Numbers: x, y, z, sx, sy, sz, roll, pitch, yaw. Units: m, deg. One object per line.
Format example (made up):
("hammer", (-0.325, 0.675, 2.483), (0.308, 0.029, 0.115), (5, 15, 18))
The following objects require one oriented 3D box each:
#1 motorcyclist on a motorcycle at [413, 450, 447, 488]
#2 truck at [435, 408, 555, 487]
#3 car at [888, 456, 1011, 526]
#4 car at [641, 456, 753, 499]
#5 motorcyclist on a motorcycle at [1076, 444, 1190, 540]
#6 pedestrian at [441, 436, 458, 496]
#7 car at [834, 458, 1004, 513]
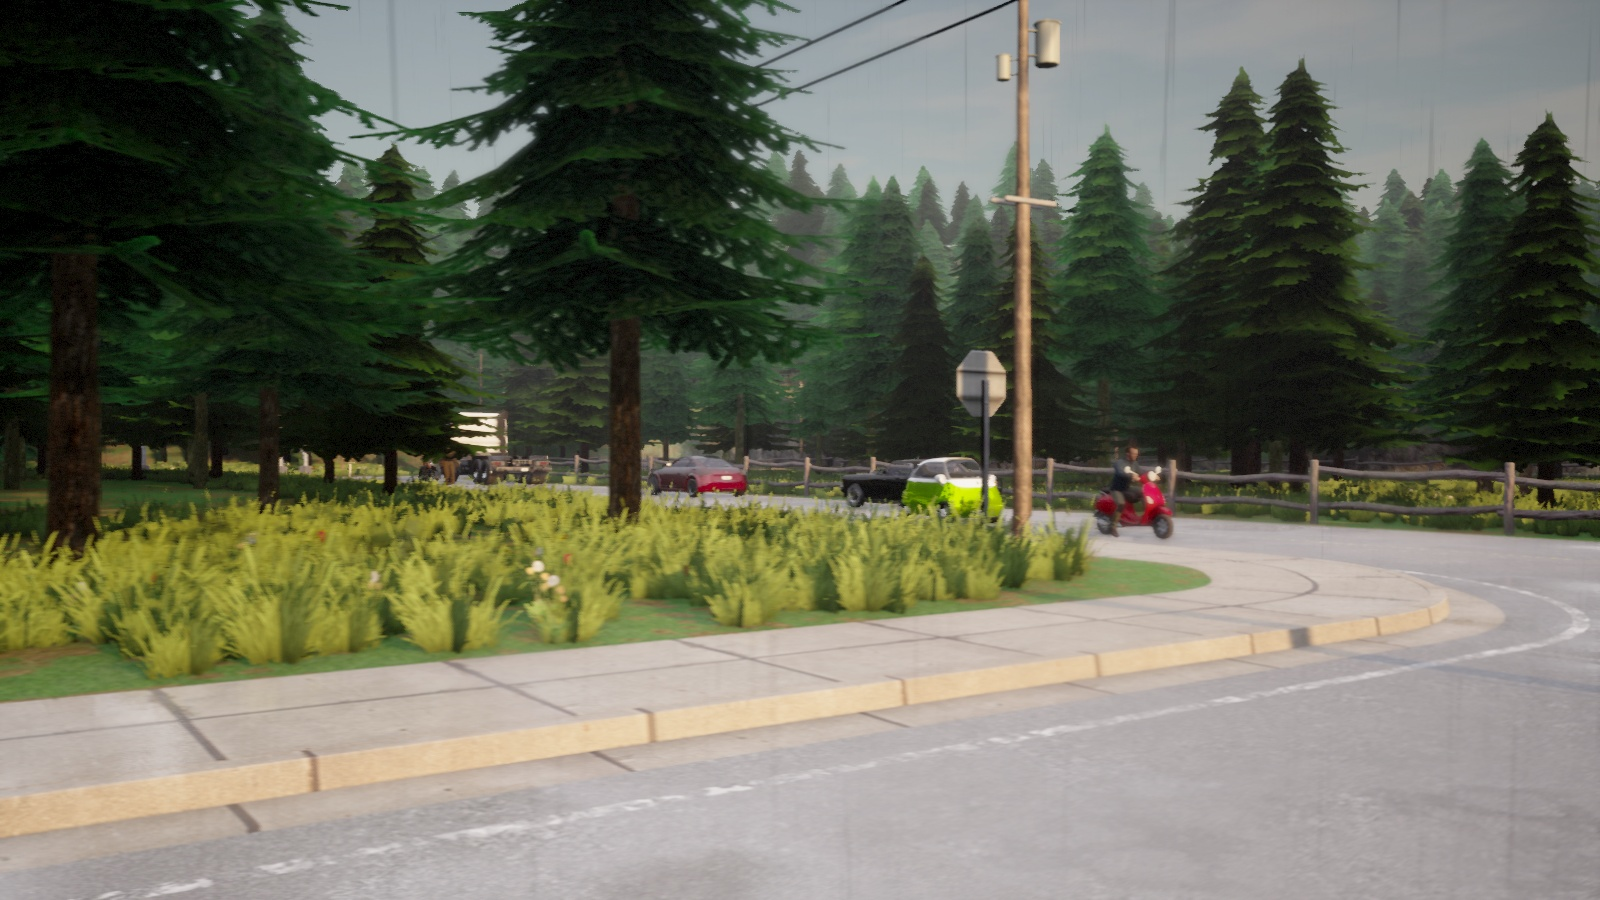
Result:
("motorcyclist on a motorcycle", (-16.359, 0.834, 55.453), (0.766, 1.649, 2.350), (0, 0, -34))
("truck", (-14.417, -0.096, 58.845), (2.891, 3.462, 7.936), (0, 0, -34))
("car", (3.079, 0.818, 26.109), (1.481, 1.376, 2.207), (0, 0, -32))
("car", (-3.544, 0.887, 42.513), (1.994, 1.385, 4.181), (0, 0, -34))
("motorcyclist on a motorcycle", (5.769, 0.700, 21.874), (0.866, 1.590, 1.817), (0, 0, -31))
("pedestrian", (-11.390, 0.500, 40.770), (0.395, 1.930, 0.692), (0, 0, -28))
("car", (3.007, 0.879, 32.712), (1.895, 1.301, 4.718), (0, 0, -33))
